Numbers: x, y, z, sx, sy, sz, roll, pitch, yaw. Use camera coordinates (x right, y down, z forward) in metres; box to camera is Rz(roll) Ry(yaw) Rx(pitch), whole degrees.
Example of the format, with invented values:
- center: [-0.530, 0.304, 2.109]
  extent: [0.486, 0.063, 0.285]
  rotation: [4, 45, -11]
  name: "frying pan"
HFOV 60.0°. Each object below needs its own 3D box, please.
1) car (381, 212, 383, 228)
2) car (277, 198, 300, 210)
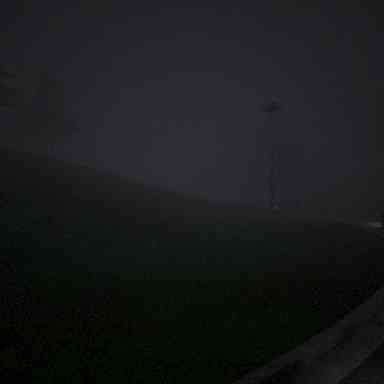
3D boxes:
- center: [12.851, 1.383, 19.528]
  extent: [2.097, 1.767, 4.553]
  rotation: [0, 0, 12]
  name: "car"
- center: [13.134, 1.586, 45.380]
  extent: [2.128, 1.511, 4.902]
  rotation: [0, 0, -4]
  name: "car"
